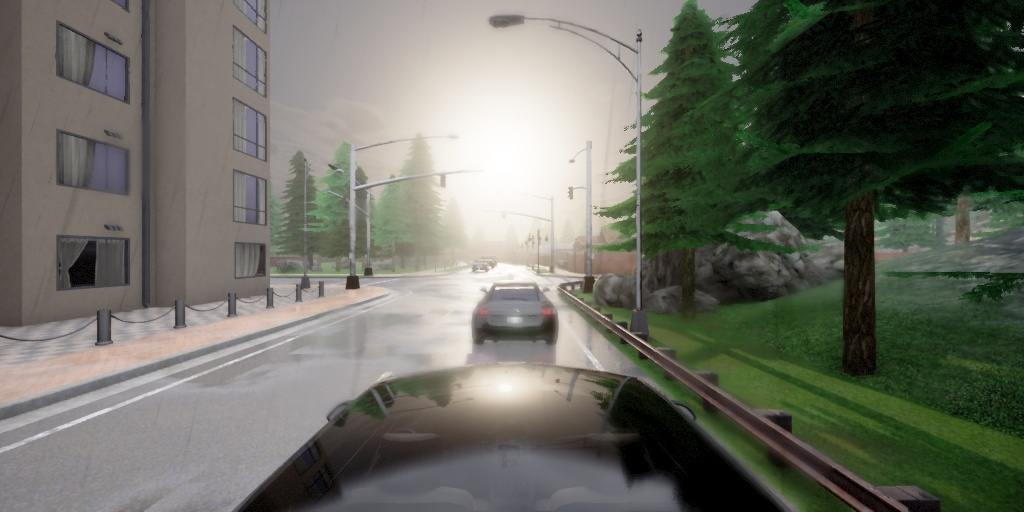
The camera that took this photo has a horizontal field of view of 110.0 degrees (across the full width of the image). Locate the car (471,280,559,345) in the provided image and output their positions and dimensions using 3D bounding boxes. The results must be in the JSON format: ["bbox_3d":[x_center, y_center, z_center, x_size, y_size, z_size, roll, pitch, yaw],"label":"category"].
[{"bbox_3d":[0.083,1.314,9.536,1.994,1.385,4.181,0,0,1],"label":"car"}]

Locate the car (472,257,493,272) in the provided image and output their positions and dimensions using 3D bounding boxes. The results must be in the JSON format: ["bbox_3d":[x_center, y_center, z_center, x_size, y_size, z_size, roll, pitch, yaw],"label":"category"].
[{"bbox_3d":[-3.934,1.212,45.624,2.128,1.511,4.902,0,0,0],"label":"car"}]

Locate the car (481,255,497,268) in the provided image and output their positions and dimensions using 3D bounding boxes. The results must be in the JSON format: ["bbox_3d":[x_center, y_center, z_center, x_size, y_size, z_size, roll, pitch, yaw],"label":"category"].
[{"bbox_3d":[-3.982,0.941,56.696,2.150,2.045,5.566,0,0,0],"label":"car"}]
